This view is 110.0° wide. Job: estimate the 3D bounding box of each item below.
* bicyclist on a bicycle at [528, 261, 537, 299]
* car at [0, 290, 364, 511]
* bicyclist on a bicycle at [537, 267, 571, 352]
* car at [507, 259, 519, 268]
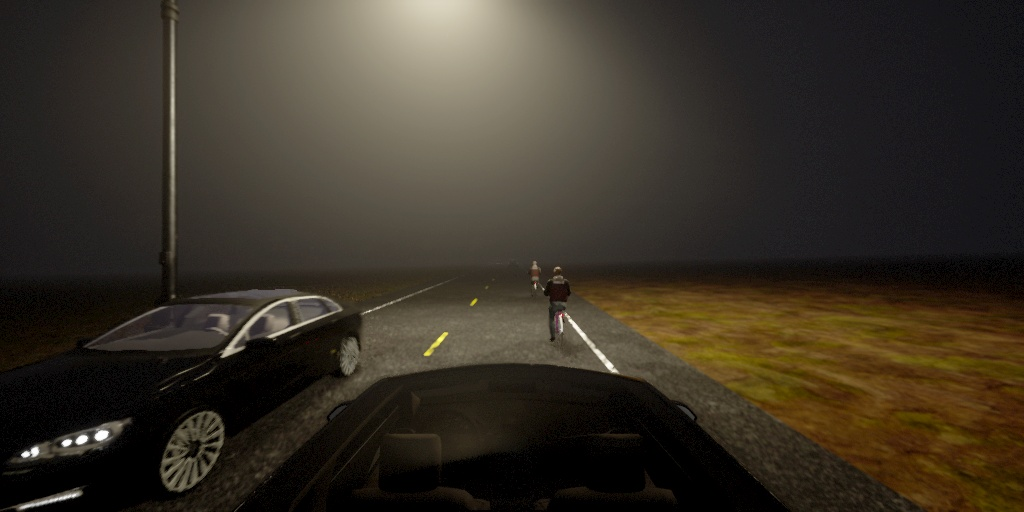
[{"bbox_3d":[1.071,1.124,17.053,0.659,1.776,1.843,0,0,0],"label":"bicyclist on a bicycle"},{"bbox_3d":[-3.582,1.242,4.524,2.128,1.511,4.902,0,0,0],"label":"car"},{"bbox_3d":[1.008,1.122,8.084,0.659,1.776,1.843,0,0,0],"label":"bicyclist on a bicycle"},{"bbox_3d":[0.190,1.338,60.586,2.033,1.411,5.357,0,0,0],"label":"car"}]
